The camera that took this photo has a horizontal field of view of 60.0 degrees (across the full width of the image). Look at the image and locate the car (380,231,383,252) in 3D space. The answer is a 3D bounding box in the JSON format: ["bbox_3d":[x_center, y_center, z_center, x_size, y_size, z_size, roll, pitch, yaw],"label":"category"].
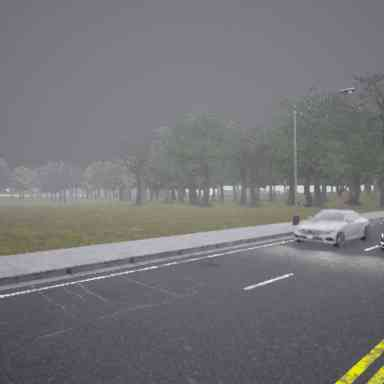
[{"bbox_3d":[8.827,1.491,12.701,4.892,1.490,1.837,0,0,-43],"label":"car"}]

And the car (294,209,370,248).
[{"bbox_3d":[6.401,1.512,14.883,4.674,1.442,1.812,0,0,-43],"label":"car"}]
